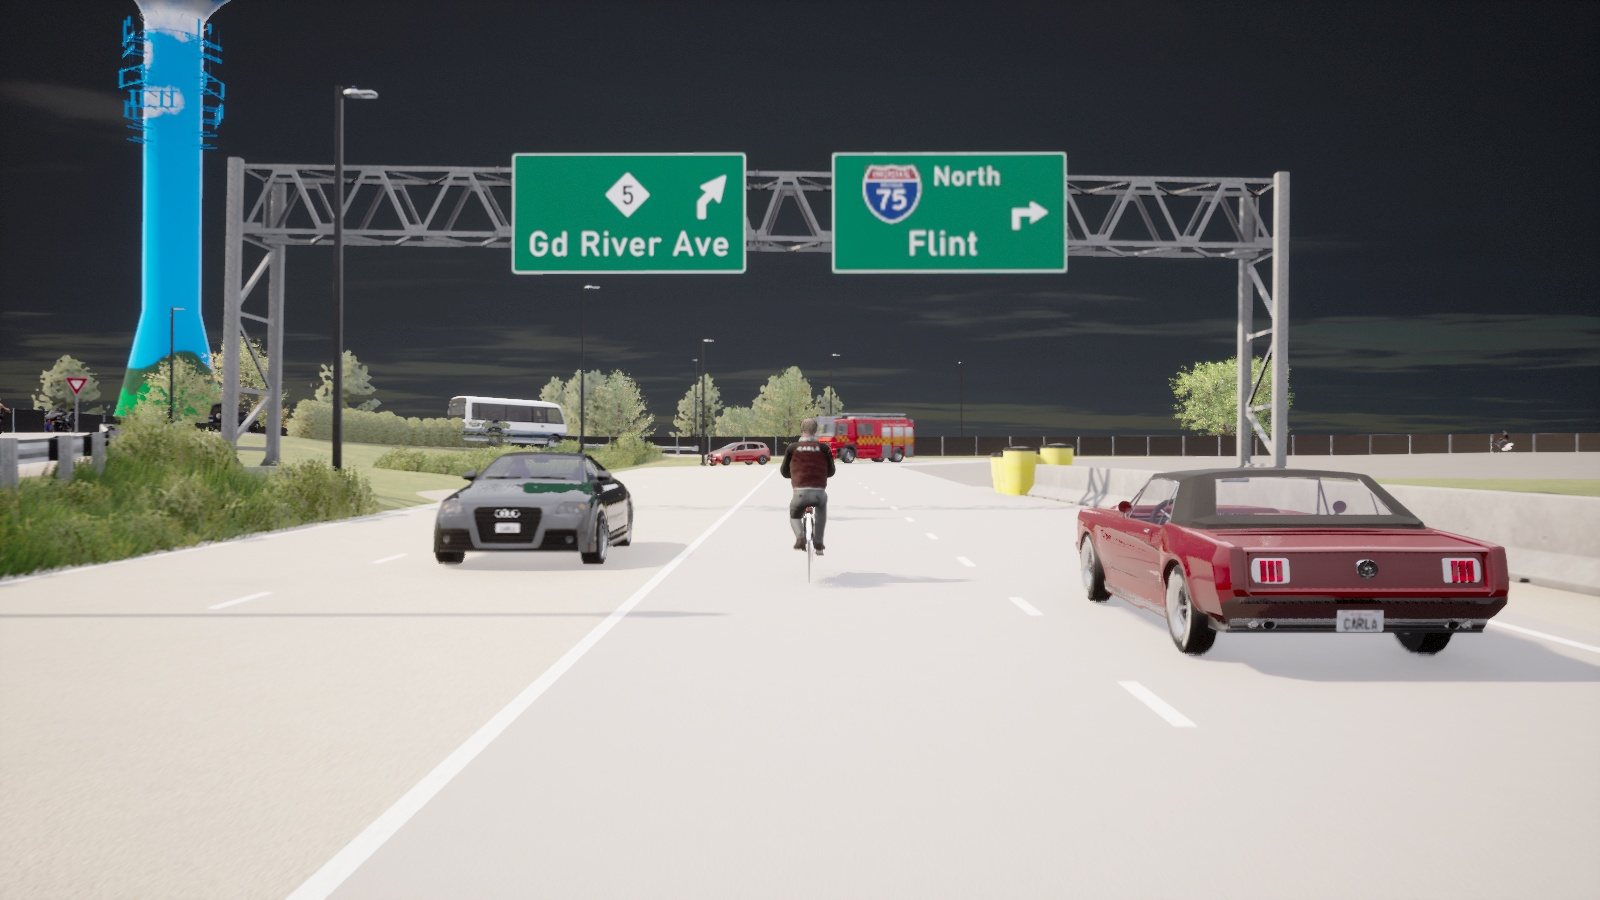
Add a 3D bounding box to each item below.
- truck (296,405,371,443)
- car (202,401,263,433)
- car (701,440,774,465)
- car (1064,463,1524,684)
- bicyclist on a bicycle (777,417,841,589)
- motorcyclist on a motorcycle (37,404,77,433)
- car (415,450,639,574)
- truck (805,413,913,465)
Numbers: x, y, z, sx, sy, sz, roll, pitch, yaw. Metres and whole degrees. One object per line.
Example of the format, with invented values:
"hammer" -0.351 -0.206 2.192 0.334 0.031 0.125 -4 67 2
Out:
"truck" -34.264 -1.883 92.421 2.627 2.467 5.204 -1 -2 15
"car" -35.747 -2.061 79.209 1.905 1.878 3.866 0 -1 3
"car" -4.385 0.195 88.654 4.611 1.667 2.242 -1 0 -32
"car" 3.574 0.793 10.183 1.895 1.301 4.718 0 0 0
"bicyclist on a bicycle" 0.096 0.539 13.908 0.659 1.776 1.843 0 1 0
"motorcyclist on a motorcycle" -39.794 -1.661 67.290 0.866 1.530 2.191 0 1 0
"car" -3.389 0.709 16.445 1.994 1.385 4.181 0 0 0
"truck" 4.561 -0.893 95.992 8.468 3.827 2.891 -1 1 -39
